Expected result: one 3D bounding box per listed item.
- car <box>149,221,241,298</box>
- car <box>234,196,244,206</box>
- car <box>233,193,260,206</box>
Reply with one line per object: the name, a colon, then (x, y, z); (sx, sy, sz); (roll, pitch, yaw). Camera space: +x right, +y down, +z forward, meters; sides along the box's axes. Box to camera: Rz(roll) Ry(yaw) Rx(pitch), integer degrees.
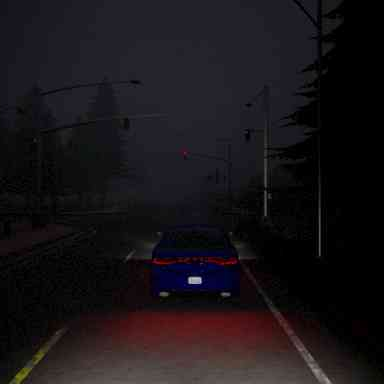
car: (0.079, 1.478, 8.597); (1.882, 1.535, 5.008); (0, 0, 1)
car: (8.958, 1.144, 49.548); (4.605, 1.855, 1.932); (0, 0, 0)
car: (8.549, 1.146, 52.059); (3.866, 1.878, 1.905); (0, 0, 0)
